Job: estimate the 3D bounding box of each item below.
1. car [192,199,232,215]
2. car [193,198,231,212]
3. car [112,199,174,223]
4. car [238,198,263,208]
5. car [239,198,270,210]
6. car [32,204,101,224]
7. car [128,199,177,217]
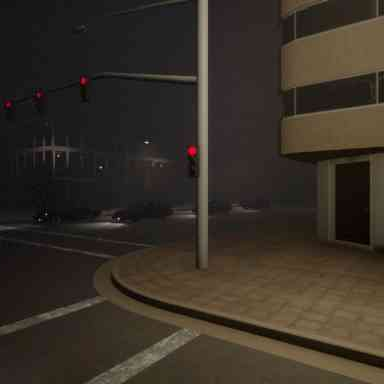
[{"bbox_3d":[2.167,1.547,34.384,2.033,1.411,5.357,0,0,36],"label":"car"},{"bbox_3d":[2.534,1.547,40.837,2.033,1.411,5.357,0,0,36],"label":"car"},{"bbox_3d":[-3.753,1.547,26.236,2.033,1.411,5.357,0,0,36],"label":"car"},{"bbox_3d":[8.679,1.564,49.237,1.994,1.385,4.181,0,0,37],"label":"car"},{"bbox_3d":[8.361,1.547,42.893,2.033,1.411,5.357,0,0,36],"label":"car"},{"bbox_3d":[-9.196,1.601,24.694,1.895,1.301,4.718,0,0,36],"label":"car"},{"bbox_3d":[-3.724,1.505,32.229,1.837,1.490,4.892,0,0,36],"label":"car"}]
